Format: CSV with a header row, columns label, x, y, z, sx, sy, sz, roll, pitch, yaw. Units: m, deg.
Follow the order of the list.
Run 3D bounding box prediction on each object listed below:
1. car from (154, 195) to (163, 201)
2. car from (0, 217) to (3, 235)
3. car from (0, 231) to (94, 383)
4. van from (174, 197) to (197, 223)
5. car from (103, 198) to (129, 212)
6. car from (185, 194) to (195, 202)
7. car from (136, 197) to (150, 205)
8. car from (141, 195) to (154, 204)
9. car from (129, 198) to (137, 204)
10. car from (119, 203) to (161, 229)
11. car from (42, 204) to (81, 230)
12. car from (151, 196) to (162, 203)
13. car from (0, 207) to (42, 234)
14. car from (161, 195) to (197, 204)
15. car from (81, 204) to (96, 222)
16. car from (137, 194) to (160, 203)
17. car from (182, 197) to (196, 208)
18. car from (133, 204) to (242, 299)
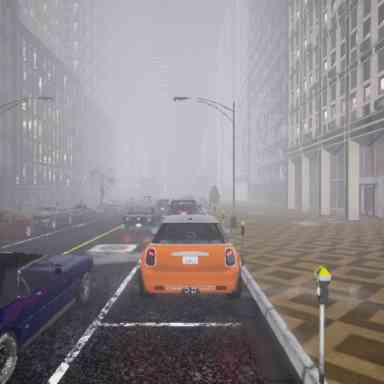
label,x,y,z,sx,sy,sz,roll,pitch,yaw
car,-8.844,1.545,88.876,1.947,1.339,4.313,-1,0,0
car,-6.248,1.503,6.830,1.837,1.490,4.892,0,0,0
car,-3.047,1.600,5.180,1.895,1.301,4.718,0,0,0
van,-0.465,1.336,26.356,1.690,1.788,3.998,-1,0,0
car,-8.844,1.544,37.723,2.008,1.369,4.403,-1,0,0
car,-0.465,1.298,77.509,2.192,1.841,5.009,-1,0,0
car,-8.843,1.570,60.458,1.802,1.307,4.206,-1,0,0
car,-8.845,1.426,66.141,1.967,1.590,4.097,-1,0,0
car,-8.843,1.541,49.090,2.008,1.369,4.403,-1,0,0
car,-3.044,1.597,21.288,1.895,1.301,4.718,0,0,0
car,-8.844,1.547,20.672,2.008,1.369,4.403,-1,0,0
car,-3.144,1.498,37.989,1.837,1.490,4.892,0,0,0
car,-8.843,1.542,14.989,1.887,1.381,4.507,-1,0,0
car,-0.465,1.311,20.672,2.192,1.841,5.009,-1,0,0
car,-8.843,1.577,26.356,1.802,1.307,4.206,-1,0,0
car,-6.146,1.106,47.245,1.837,1.490,4.892,0,0,0
car,-0.463,1.541,49.090,2.008,1.369,4.403,-1,0,0
car,-0.033,1.351,8.621,2.097,1.767,4.553,0,0,0
